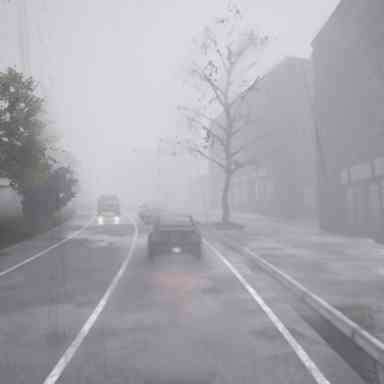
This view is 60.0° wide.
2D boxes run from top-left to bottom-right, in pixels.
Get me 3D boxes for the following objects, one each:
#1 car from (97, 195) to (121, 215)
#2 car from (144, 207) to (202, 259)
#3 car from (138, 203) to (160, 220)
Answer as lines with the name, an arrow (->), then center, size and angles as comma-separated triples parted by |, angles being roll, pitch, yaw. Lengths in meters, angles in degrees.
car -> -8.722, 1.312, 34.812 | 2.150, 2.045, 5.566 | 2, -1, -17
car -> -0.734, 1.559, 12.786 | 1.837, 1.490, 4.892 | 1, 0, -6
car -> -3.658, 1.669, 29.228 | 1.812, 1.442, 4.674 | 1, -1, -14
